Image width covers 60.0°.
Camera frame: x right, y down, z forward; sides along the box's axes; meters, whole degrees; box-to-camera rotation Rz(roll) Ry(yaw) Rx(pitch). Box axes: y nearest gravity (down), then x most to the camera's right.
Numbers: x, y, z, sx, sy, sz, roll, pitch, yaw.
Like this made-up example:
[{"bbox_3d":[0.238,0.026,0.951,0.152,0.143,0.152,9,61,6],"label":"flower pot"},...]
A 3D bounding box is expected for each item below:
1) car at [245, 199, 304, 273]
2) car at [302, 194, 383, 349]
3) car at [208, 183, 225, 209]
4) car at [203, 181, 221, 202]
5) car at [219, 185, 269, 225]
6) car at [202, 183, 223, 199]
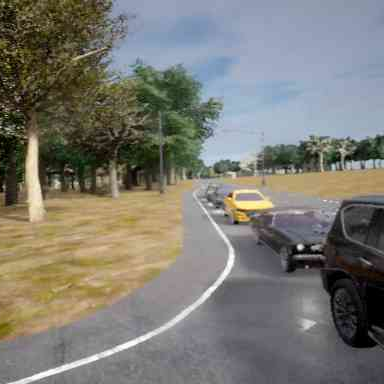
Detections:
[{"bbox_3d":[2.980,1.123,9.349,1.895,1.301,4.718,-2,4,-2],"label":"car"},{"bbox_3d":[3.174,1.071,3.069,2.150,2.045,5.566,-2,1,-2],"label":"car"},{"bbox_3d":[2.474,0.345,24.576,1.812,1.442,4.674,-1,3,-2],"label":"car"},{"bbox_3d":[2.297,-0.083,30.307,2.097,1.767,4.553,-1,3,-2],"label":"car"},{"bbox_3d":[2.729,0.639,16.875,1.882,1.535,5.008,-1,3,-2],"label":"car"},{"bbox_3d":[2.159,-0.158,35.887,1.812,1.442,4.674,-1,3,-1],"label":"car"}]
